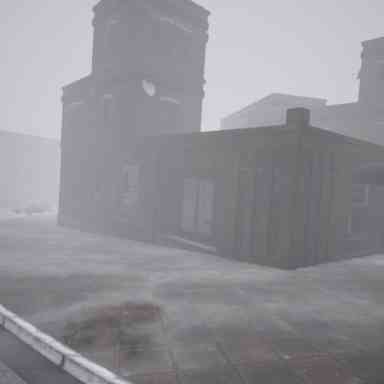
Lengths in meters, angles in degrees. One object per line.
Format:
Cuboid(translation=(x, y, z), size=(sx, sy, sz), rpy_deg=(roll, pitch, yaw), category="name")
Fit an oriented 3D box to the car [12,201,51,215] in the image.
Cuboid(translation=(-20.243, 2.098, 41.608), size=(2.033, 1.411, 5.357), rpy_deg=(4, -2, 3), category="car")
